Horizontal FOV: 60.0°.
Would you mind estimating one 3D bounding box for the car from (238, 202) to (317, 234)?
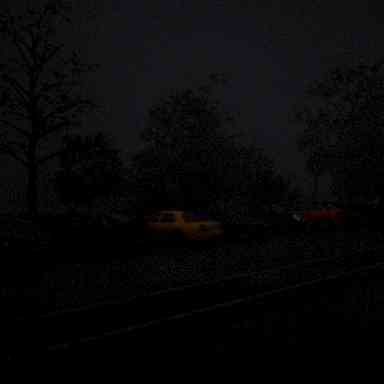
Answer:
[{"bbox_3d":[4.450,1.391,19.276,4.553,1.767,2.185,-1,-1,34],"label":"car"}]

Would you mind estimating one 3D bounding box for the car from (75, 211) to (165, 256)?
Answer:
[{"bbox_3d":[-3.787,1.519,13.312,4.892,1.521,2.231,-1,-1,34],"label":"car"}]

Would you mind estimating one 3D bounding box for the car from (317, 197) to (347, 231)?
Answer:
[{"bbox_3d":[6.914,1.390,20.972,4.553,1.767,2.185,-1,0,34],"label":"car"}]

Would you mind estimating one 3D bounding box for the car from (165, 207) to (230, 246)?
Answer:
[{"bbox_3d":[-1.191,1.517,15.396,5.366,1.575,1.946,-1,-1,34],"label":"car"}]

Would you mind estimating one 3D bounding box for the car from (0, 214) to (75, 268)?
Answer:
[{"bbox_3d":[-6.550,1.518,11.342,4.892,1.521,2.231,-1,-1,34],"label":"car"}]

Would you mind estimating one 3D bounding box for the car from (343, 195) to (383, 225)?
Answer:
[{"bbox_3d":[11.696,1.264,24.487,5.566,2.045,2.435,-1,0,34],"label":"car"}]

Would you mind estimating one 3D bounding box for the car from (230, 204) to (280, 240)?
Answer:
[{"bbox_3d":[1.747,1.546,17.264,4.792,1.488,2.163,-1,-1,34],"label":"car"}]

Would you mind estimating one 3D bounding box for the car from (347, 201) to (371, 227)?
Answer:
[{"bbox_3d":[9.308,1.556,22.734,4.674,1.452,2.002,-1,-1,34],"label":"car"}]
